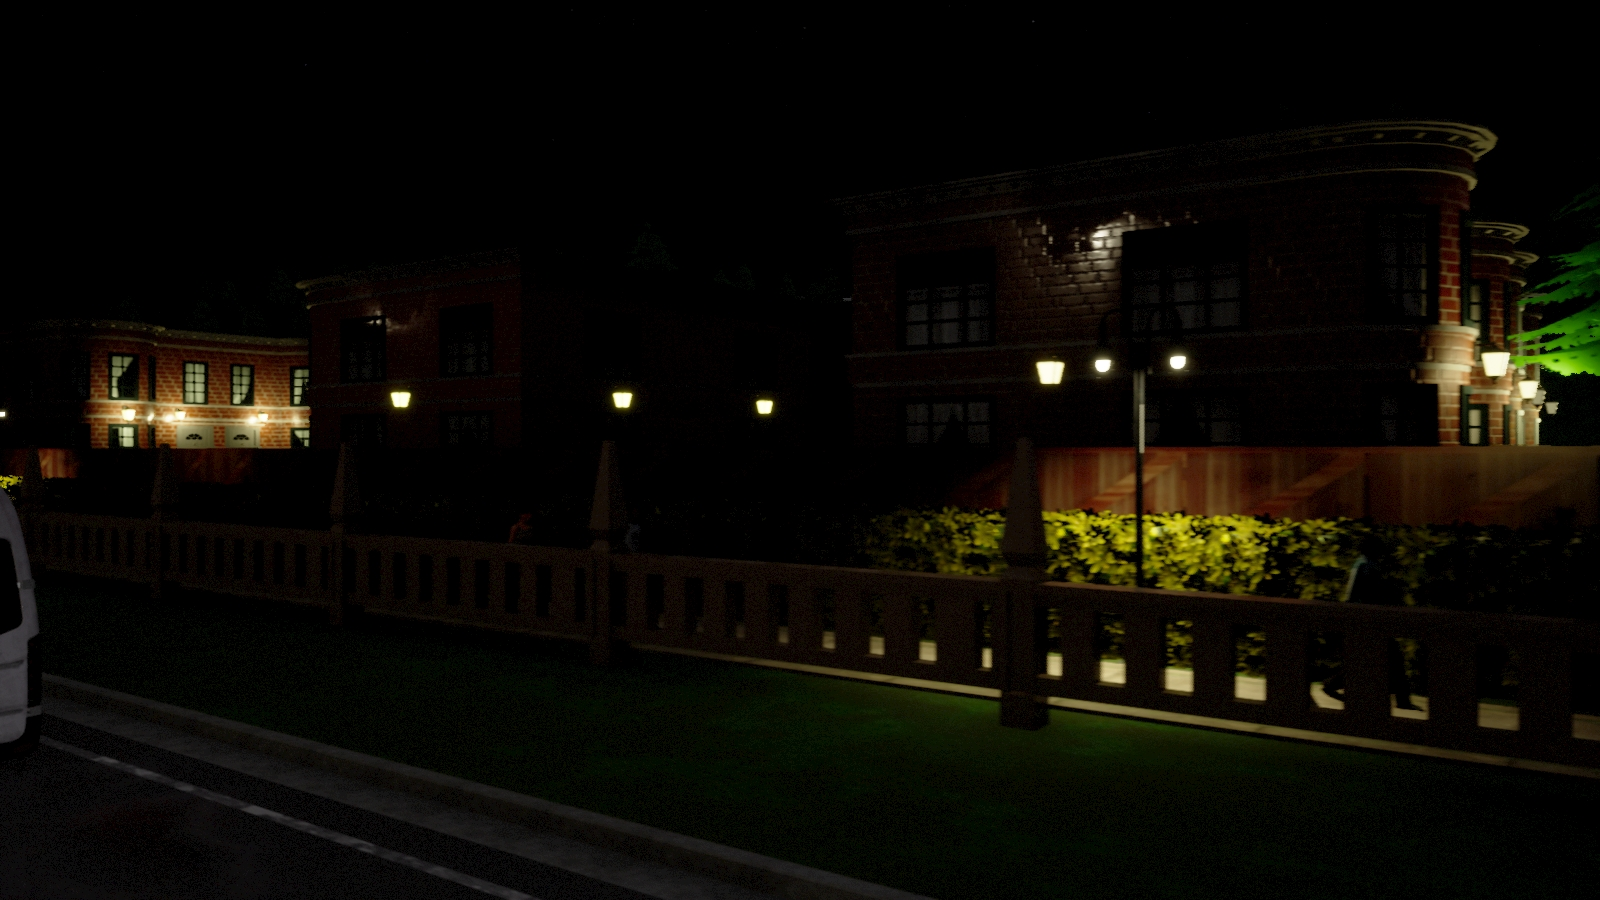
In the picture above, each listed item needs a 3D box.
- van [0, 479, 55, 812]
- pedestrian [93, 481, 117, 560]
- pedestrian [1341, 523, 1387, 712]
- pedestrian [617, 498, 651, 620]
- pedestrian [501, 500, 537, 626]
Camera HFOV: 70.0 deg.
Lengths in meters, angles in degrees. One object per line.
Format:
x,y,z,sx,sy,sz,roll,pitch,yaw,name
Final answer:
-8.987,1.535,10.074,5.915,2.561,1.988,0,0,35,van
-16.791,1.698,27.599,0.375,1.860,0.375,0,0,36,pedestrian
5.770,1.695,11.685,0.375,1.860,0.375,0,0,35,pedestrian
-2.600,1.697,17.903,0.375,1.860,0.375,0,0,38,pedestrian
-4.257,1.697,17.332,0.375,1.860,0.375,0,0,35,pedestrian
